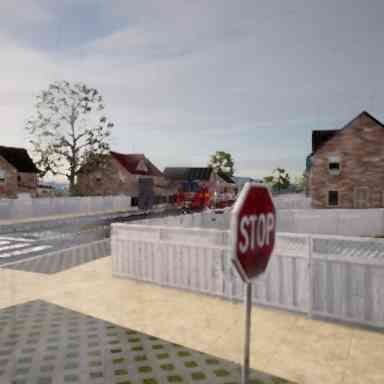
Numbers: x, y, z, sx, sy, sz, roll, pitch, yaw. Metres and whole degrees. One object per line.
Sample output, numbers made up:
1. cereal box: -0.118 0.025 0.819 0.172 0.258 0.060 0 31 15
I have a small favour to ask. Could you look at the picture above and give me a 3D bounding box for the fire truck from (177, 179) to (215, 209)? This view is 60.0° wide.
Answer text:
1. fire truck: 0.804 0.240 45.123 2.891 3.827 8.468 2 1 18
